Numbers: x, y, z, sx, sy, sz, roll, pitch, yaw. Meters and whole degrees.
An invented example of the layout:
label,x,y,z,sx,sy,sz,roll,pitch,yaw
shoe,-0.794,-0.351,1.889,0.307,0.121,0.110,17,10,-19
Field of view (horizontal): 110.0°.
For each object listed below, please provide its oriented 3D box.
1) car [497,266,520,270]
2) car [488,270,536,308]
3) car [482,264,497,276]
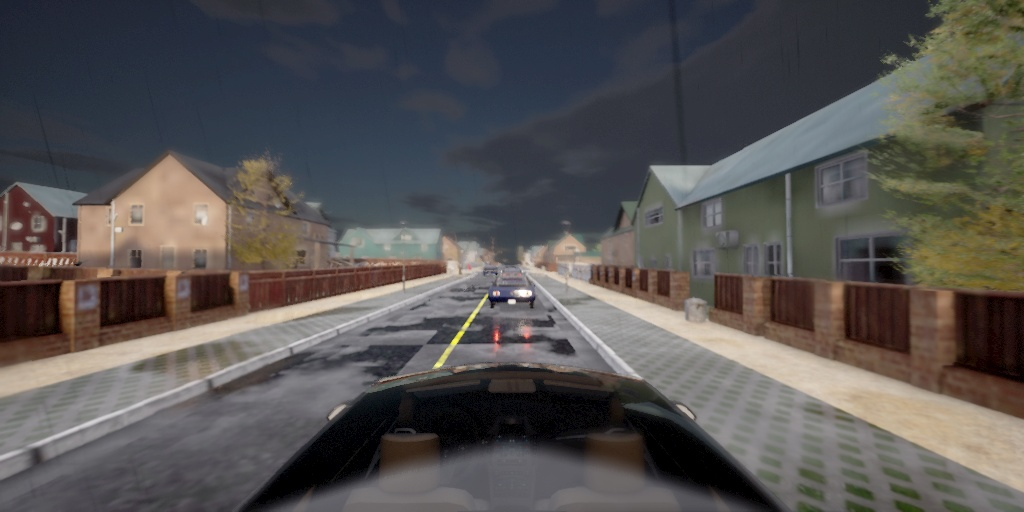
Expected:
label,x,y,z,sx,sy,sz,roll,pitch,yaw
car,0.006,1.596,30.853,2.033,1.411,5.357,0,-1,0
car,0.004,1.491,15.972,1.895,1.301,4.718,0,-1,0
car,-2.743,1.779,46.616,2.033,1.411,5.357,0,-1,0
